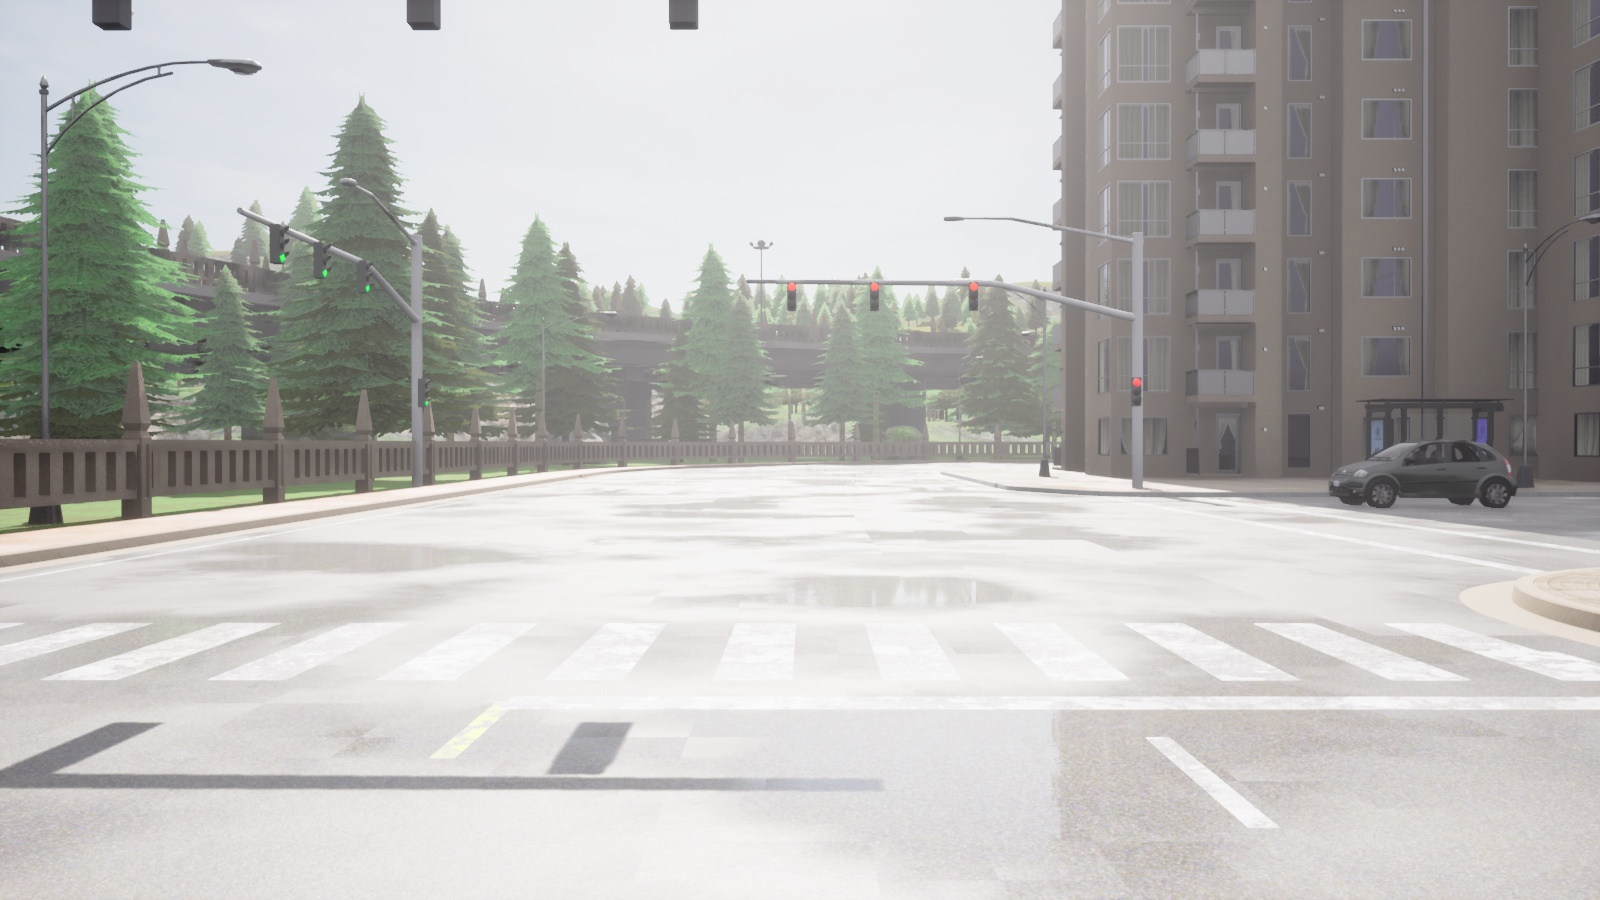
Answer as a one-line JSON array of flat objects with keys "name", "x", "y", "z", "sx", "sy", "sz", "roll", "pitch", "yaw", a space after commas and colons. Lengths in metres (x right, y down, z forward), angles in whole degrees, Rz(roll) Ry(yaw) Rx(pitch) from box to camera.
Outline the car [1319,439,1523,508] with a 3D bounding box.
[{"name": "car", "x": 14.855, "y": 0.540, "z": 30.210, "sx": 3.988, "sy": 1.617, "sz": 1.851, "roll": 0, "pitch": 0, "yaw": 0}]
